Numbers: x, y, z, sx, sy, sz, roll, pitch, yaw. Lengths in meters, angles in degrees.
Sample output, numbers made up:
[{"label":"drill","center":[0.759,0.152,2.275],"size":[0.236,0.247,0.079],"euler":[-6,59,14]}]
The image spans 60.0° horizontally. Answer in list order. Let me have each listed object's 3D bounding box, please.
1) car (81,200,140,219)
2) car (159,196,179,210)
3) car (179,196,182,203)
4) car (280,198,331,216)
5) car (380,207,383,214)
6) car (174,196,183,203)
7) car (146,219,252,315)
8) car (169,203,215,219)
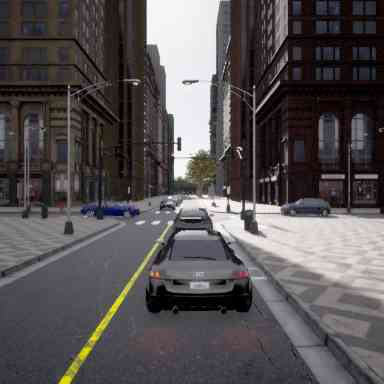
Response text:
[{"label":"car","center":[-7.024,1.458,28.851],"size":[5.008,1.535,1.882],"euler":[0,0,0]},{"label":"car","center":[-3.105,1.548,43.049],"size":[2.033,1.411,5.357],"euler":[0,0,0]},{"label":"car","center":[-3.108,1.495,52.810],"size":[2.128,1.511,4.902],"euler":[0,0,0]},{"label":"car","center":[10.852,1.389,32.082],"size":[4.553,1.767,2.097],"euler":[0,0,1]},{"label":"car","center":[20.508,1.630,32.048],"size":[4.181,1.385,1.994],"euler":[0,0,0]},{"label":"car","center":[-3.024,1.551,73.457],"size":[1.812,1.442,4.674],"euler":[0,0,0]},{"label":"car","center":[0.105,1.564,7.686],"size":[1.994,1.385,4.181],"euler":[0,0,-1]},{"label":"car","center":[0.055,1.505,16.593],"size":[1.837,1.490,4.892],"euler":[0,0,0]}]
